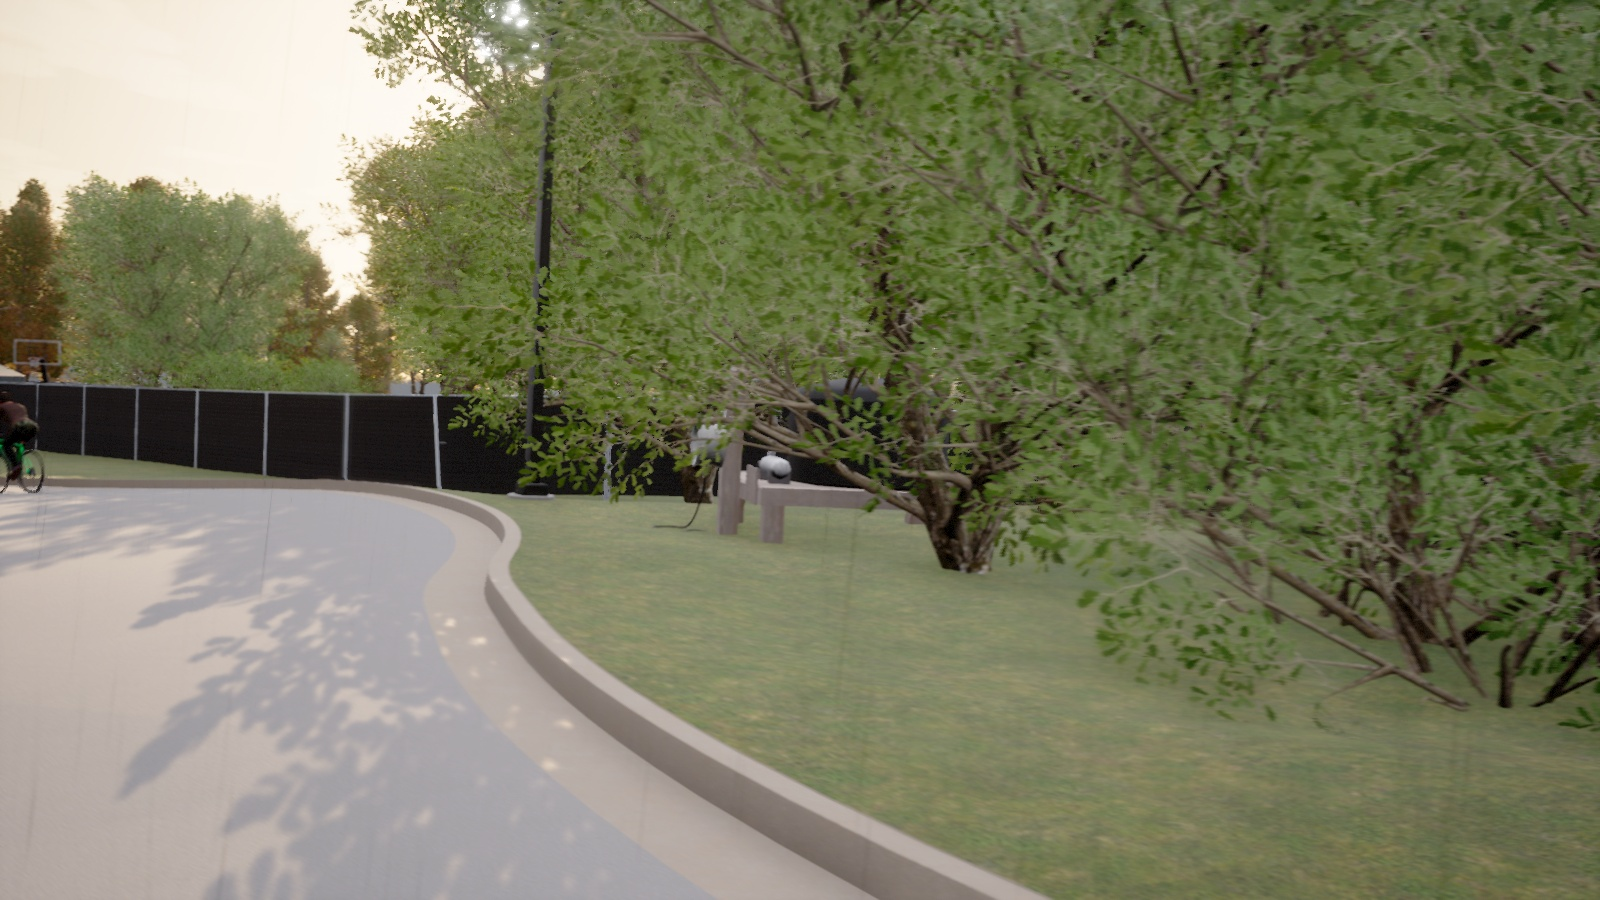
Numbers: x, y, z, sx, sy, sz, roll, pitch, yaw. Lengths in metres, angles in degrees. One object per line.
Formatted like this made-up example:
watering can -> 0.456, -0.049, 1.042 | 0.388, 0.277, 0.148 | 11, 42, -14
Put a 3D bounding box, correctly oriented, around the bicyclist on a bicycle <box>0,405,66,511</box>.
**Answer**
bicyclist on a bicycle -> -12.452, 0.141, 19.877 | 1.656, 1.620, 0.582 | -2, 1, 28
